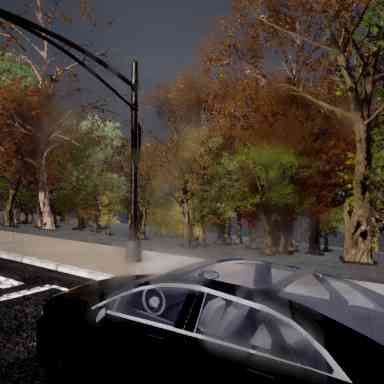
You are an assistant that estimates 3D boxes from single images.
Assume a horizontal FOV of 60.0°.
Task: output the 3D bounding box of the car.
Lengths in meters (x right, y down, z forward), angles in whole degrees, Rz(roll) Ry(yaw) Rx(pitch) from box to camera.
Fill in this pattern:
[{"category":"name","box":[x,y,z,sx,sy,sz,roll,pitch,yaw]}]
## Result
[{"category":"car","box":[0.238,1.491,3.503,4.902,1.511,2.128,0,0,37]}]
